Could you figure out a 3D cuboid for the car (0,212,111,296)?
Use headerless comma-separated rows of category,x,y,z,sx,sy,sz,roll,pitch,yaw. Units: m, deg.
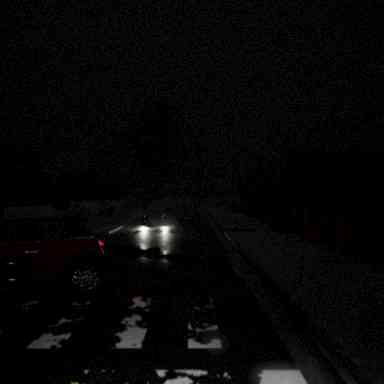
car,-4.253,1.364,7.405,4.553,1.767,2.097,1,-5,-29

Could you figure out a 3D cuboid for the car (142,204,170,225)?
car,-2.783,1.685,26.510,1.882,1.535,5.008,0,0,0
